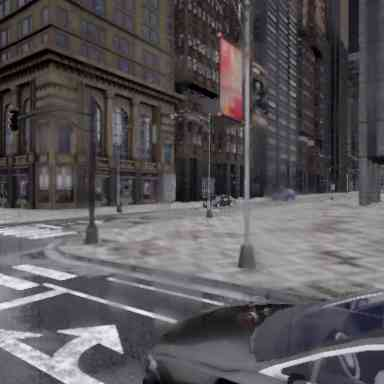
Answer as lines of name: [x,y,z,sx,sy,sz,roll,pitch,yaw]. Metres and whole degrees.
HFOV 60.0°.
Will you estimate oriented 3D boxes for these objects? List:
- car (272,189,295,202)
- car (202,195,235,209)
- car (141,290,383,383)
car: [14.623,0.576,52.767,2.150,2.045,5.566,0,1,36]
car: [2.956,1.064,36.627,1.837,1.490,4.892,0,1,36]
car: [1.761,1.492,2.306,4.902,1.511,2.128,0,0,36]
